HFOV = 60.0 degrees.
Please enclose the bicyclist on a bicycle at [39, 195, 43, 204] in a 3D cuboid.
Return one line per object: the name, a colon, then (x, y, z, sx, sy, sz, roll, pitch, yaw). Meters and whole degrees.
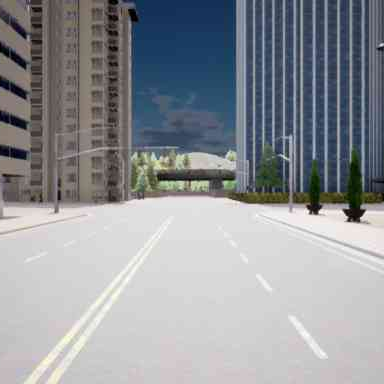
bicyclist on a bicycle: (-26.419, 1.275, 58.069, 0.582, 1.620, 1.656, 0, 0, -1)
